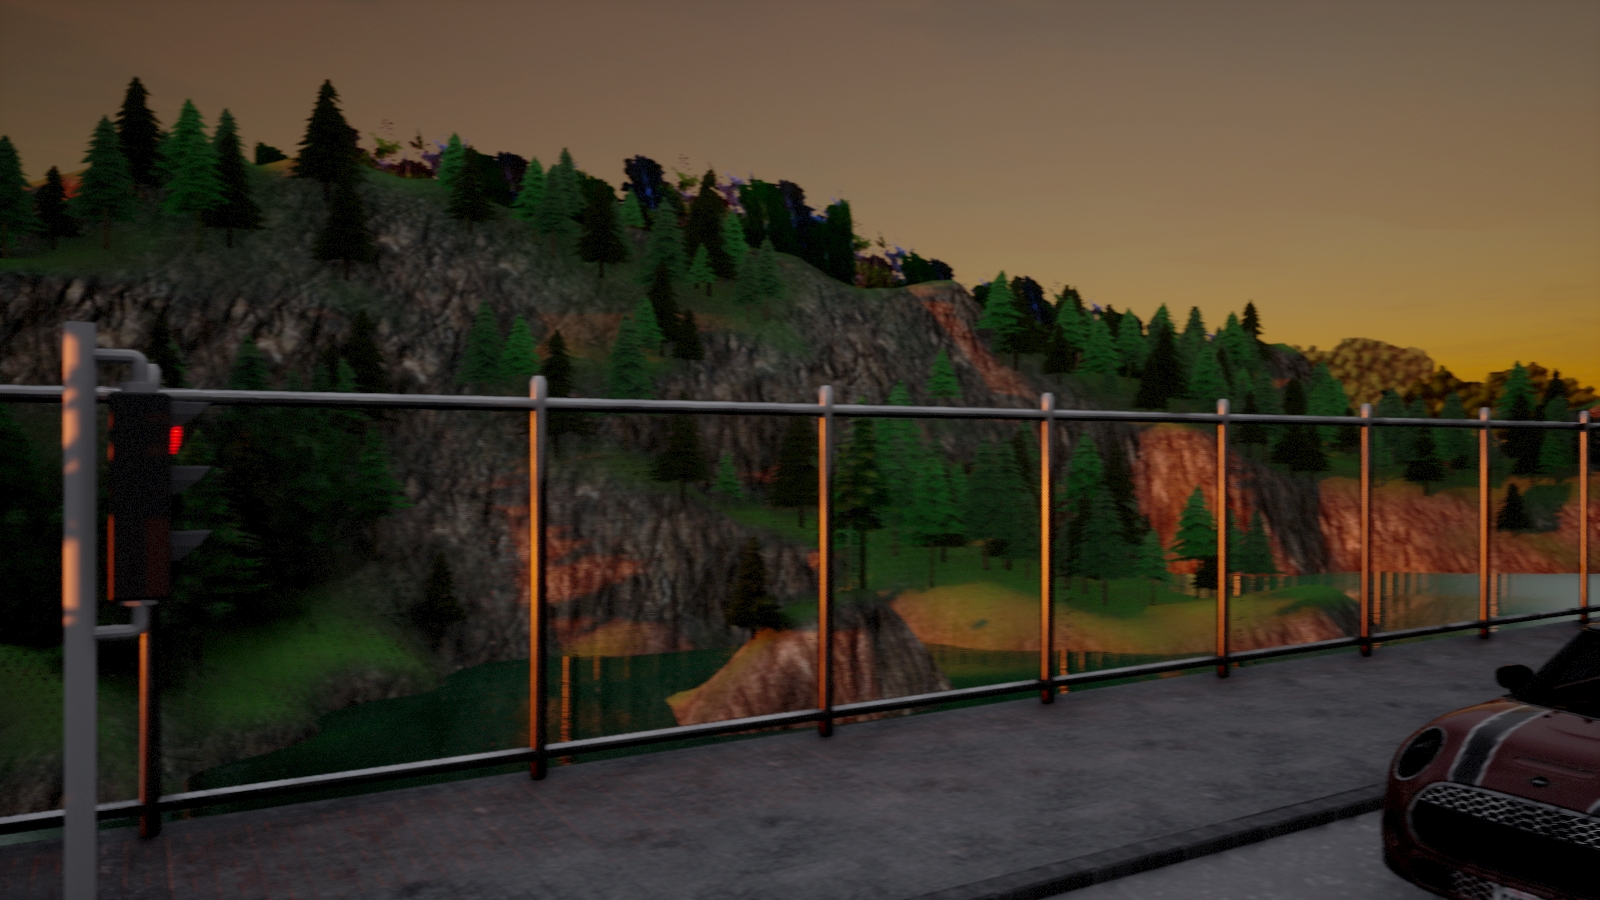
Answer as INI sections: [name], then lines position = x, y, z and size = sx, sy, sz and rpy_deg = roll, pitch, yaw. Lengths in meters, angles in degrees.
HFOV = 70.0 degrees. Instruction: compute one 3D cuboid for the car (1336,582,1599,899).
[car]
position = 5.850, 1.903, 7.398
size = 4.553, 1.767, 2.097
rpy_deg = 0, 0, -30
